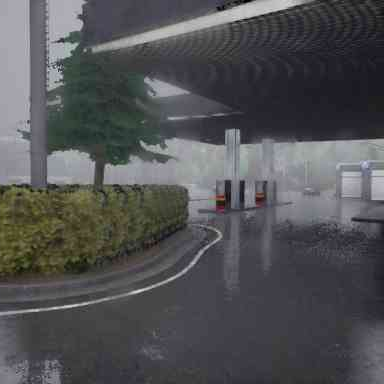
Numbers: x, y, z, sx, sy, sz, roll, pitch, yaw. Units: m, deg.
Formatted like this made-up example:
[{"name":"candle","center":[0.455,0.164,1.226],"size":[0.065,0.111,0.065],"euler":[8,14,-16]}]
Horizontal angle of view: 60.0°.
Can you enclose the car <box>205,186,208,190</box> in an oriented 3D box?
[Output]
[{"name":"car","center":[5.740,-1.313,91.273],"size":[4.902,1.511,2.128],"euler":[2,2,36]}]

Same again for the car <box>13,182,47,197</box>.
[{"name":"car","center":[-20.718,-0.360,42.518],"size":[4.605,1.855,1.932],"euler":[2,2,36]}]

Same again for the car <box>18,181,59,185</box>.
[{"name":"car","center":[-16.305,-0.102,35.227],"size":[3.866,1.878,1.905],"euler":[2,2,36]}]

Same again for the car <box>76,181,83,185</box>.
[{"name":"car","center":[-23.968,-1.235,68.214],"size":[4.605,1.855,1.932],"euler":[2,2,36]}]

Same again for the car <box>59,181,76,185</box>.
[{"name":"car","center":[-25.350,-1.182,65.625],"size":[3.866,1.878,1.905],"euler":[2,2,36]}]

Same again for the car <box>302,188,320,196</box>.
[{"name":"car","center":[20.161,-0.031,56.151],"size":[1.812,1.442,4.674],"euler":[2,2,36]}]

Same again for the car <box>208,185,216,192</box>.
[{"name":"car","center":[6.321,-0.644,65.236],"size":[5.027,1.636,2.152],"euler":[2,2,36]}]

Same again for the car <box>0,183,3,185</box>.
[{"name":"car","center":[-32.900,-0.830,55.302],"size":[5.027,1.636,2.152],"euler":[2,2,36]}]
